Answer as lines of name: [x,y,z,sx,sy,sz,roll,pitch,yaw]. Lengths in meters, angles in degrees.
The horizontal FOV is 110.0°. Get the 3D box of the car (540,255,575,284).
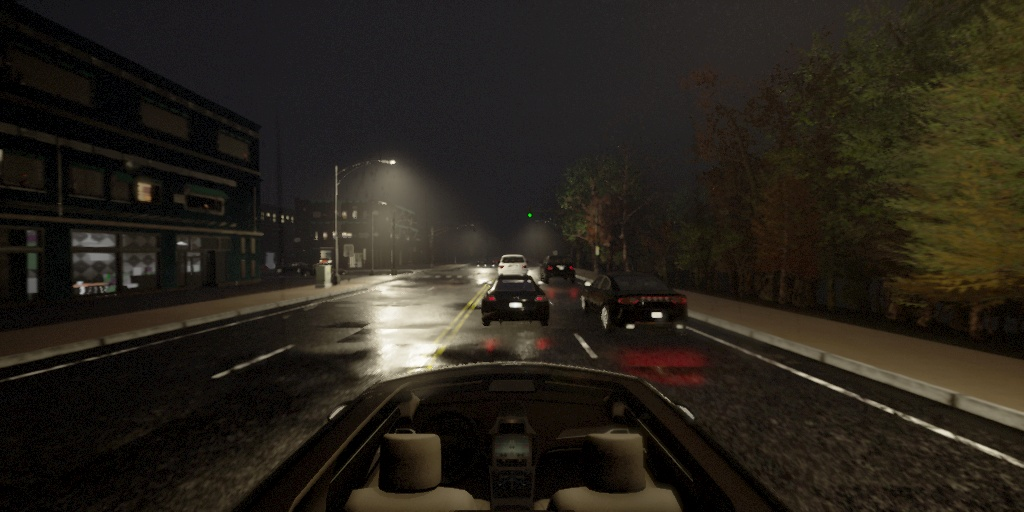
car: [3.348,0.937,26.935,2.150,2.045,5.566,0,0,0]

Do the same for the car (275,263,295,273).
car: [-28.285,1.506,46.431,4.403,1.370,2.007,0,0,0]

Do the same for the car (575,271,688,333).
car: [3.354,1.215,10.755,1.882,1.535,5.008,0,0,0]

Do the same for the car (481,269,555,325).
car: [0.100,1.300,11.732,1.994,1.385,4.181,0,0,0]

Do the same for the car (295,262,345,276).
car: [-19.951,1.520,37.920,4.313,1.339,1.948,0,0,0]

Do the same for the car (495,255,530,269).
car: [0.097,0.936,27.358,2.150,2.045,5.566,0,0,0]

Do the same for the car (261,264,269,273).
car: [-33.821,1.602,46.437,4.207,1.307,1.802,0,0,0]
